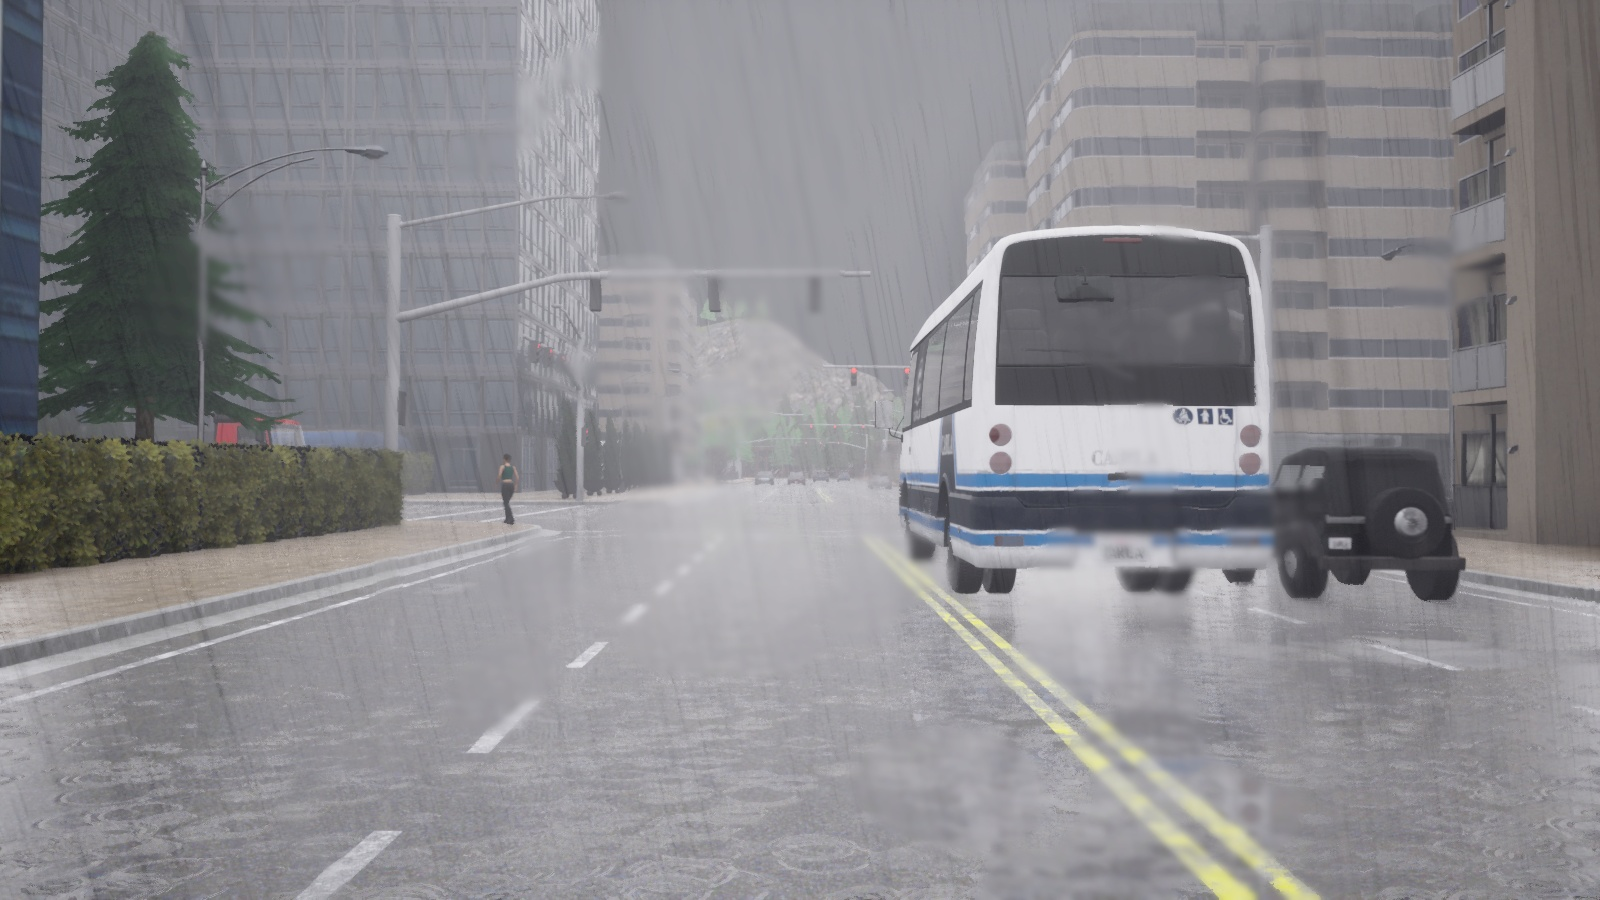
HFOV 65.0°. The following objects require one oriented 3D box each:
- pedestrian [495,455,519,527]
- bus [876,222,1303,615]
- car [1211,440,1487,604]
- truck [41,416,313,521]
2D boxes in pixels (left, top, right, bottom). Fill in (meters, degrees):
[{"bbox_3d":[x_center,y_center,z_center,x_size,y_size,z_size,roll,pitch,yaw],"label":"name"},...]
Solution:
[{"bbox_3d":[-7.541,1.041,32.346,0.594,1.836,0.345,-1,-1,44],"label":"pedestrian"},{"bbox_3d":[3.446,-0.262,18.756,3.944,4.253,10.273,0,-1,0],"label":"bus"},{"bbox_3d":[6.955,0.857,16.397,1.905,1.878,3.866,0,-1,0],"label":"car"},{"bbox_3d":[-21.336,0.644,43.366,7.936,3.462,2.891,0,-1,-1],"label":"truck"}]
